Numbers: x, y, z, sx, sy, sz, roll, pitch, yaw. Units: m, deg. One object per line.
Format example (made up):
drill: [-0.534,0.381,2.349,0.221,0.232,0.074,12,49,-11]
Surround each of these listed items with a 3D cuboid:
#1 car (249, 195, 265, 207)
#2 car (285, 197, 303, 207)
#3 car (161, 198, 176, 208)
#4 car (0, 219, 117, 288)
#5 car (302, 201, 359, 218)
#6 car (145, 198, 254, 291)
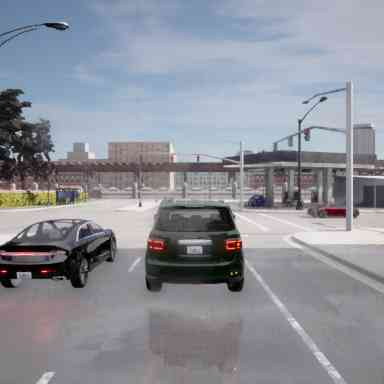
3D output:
car: [9.649,1.295,49.338,2.242,1.667,4.611,0,0,0]
car: [15.393,1.456,50.107,1.970,1.475,3.806,0,0,0]
car: [-3.481,1.564,50.279,1.994,1.385,4.181,0,0,0]
car: [-3.431,1.492,9.238,2.128,1.511,4.902,0,0,0]
car: [12.354,1.564,29.210,4.181,1.385,1.994,0,0,-1]
car: [0.073,1.221,9.153,2.150,2.045,5.566,0,0,0]
